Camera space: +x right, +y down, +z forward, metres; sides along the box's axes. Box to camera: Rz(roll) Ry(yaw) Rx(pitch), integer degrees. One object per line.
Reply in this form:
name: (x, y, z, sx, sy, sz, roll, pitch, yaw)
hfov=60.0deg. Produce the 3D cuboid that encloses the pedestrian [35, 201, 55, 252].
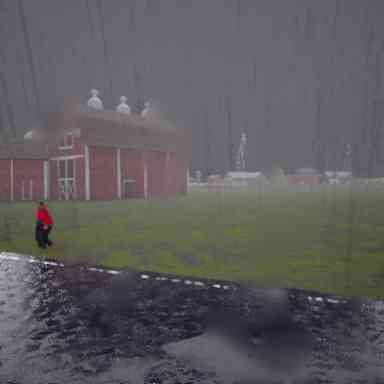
pedestrian: (-5.140, 1.128, 11.599, 0.375, 1.860, 0.375, 1, 2, 29)
